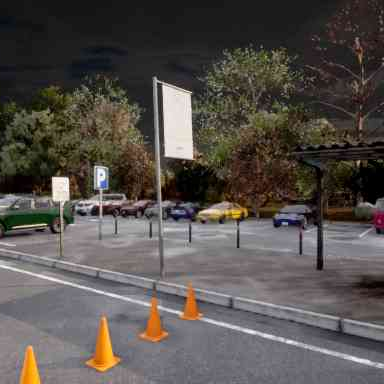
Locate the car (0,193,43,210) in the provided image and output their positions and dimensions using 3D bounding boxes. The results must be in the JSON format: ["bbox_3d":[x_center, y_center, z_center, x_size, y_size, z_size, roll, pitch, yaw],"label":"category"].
[{"bbox_3d":[-22.502,1.153,42.843,2.435,2.045,5.566,0,0,35],"label":"car"}]

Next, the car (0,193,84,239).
[{"bbox_3d":[-8.875,1.220,17.272,2.435,2.045,5.566,0,0,35],"label":"car"}]

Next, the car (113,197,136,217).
[{"bbox_3d":[-4.315,1.469,30.096,2.097,1.535,5.008,0,0,35],"label":"car"}]

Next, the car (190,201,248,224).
[{"bbox_3d":[2.386,1.474,25.151,1.946,1.575,5.366,0,0,35],"label":"car"}]

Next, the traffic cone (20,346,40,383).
[{"bbox_3d":[-1.741,1.957,3.570,0.340,0.580,0.340,0,0,35],"label":"traffic cone"}]

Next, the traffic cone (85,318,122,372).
[{"bbox_3d":[-1.166,1.957,4.386,0.340,0.580,0.340,0,0,35],"label":"traffic cone"}]

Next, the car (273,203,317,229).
[{"bbox_3d":[7.018,1.513,22.085,2.163,1.488,4.792,0,0,35],"label":"car"}]

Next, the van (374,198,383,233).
[{"bbox_3d":[11.642,1.264,19.012,1.878,1.987,4.442,0,0,35],"label":"van"}]

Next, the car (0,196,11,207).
[{"bbox_3d":[-29.192,1.332,47.810,1.946,1.575,5.366,1,0,35],"label":"car"}]

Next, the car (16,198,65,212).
[{"bbox_3d":[-17.958,1.468,39.646,2.163,1.488,4.792,0,0,35],"label":"car"}]

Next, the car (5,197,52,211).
[{"bbox_3d":[-20.201,1.451,41.295,2.163,1.488,4.792,0,0,35],"label":"car"}]

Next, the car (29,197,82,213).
[{"bbox_3d":[-15.567,1.444,38.227,1.946,1.575,5.366,0,0,35],"label":"car"}]

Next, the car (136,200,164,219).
[{"bbox_3d":[-2.044,1.473,28.500,2.231,1.521,4.892,0,0,35],"label":"car"}]

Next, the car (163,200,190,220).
[{"bbox_3d":[0.239,1.504,26.923,2.163,1.488,4.792,0,0,35],"label":"car"}]

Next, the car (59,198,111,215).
[{"bbox_3d":[-11.132,1.461,34.876,2.231,1.521,4.892,0,0,35],"label":"car"}]

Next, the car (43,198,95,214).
[{"bbox_3d":[-13.404,1.454,36.474,2.097,1.535,5.008,0,0,35],"label":"car"}]

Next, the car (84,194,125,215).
[{"bbox_3d":[-8.876,1.212,33.261,2.435,2.045,5.566,0,0,35],"label":"car"}]

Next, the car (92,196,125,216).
[{"bbox_3d":[-6.586,1.466,31.693,2.097,1.535,5.008,0,0,35],"label":"car"}]

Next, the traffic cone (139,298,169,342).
[{"bbox_3d":[-0.591,1.957,5.202,0.340,0.580,0.340,0,0,35],"label":"traffic cone"}]

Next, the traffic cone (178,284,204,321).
[{"bbox_3d":[-0.016,1.957,6.018,0.340,0.580,0.340,0,0,36],"label":"traffic cone"}]
